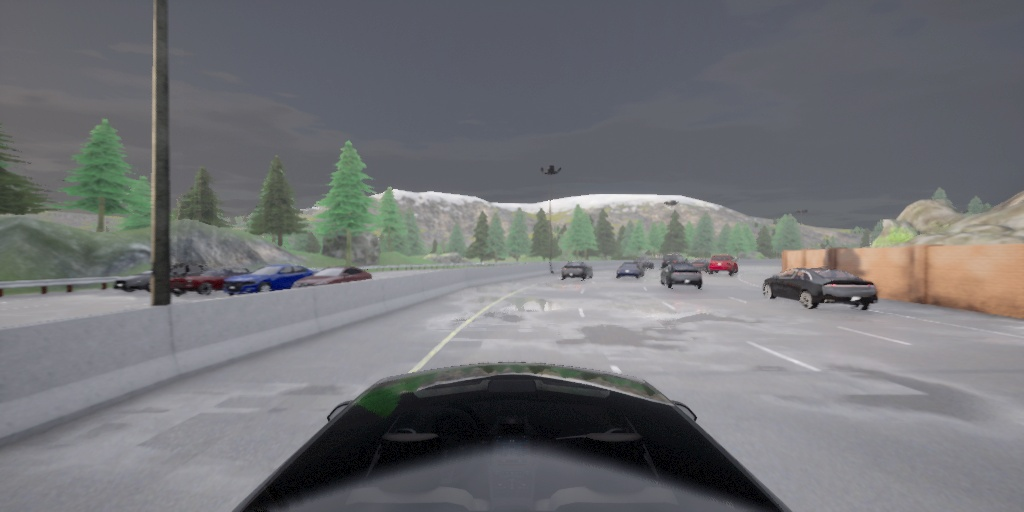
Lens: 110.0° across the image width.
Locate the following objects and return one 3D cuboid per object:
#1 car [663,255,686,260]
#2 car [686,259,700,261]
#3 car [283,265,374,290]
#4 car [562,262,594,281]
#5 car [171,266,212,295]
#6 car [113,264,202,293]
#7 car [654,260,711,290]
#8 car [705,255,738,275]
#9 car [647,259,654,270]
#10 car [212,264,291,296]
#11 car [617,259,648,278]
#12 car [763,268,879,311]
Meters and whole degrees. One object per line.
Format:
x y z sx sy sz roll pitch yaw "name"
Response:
22.381 0.911 48.914 2.150 2.045 5.566 0 0 45 "car"
24.235 1.188 45.266 2.128 1.511 4.902 0 0 44 "car"
-8.994 1.250 18.502 1.812 1.442 4.674 0 0 11 "car"
5.418 1.200 29.327 2.128 1.511 4.902 0 0 23 "car"
-15.904 1.310 19.613 1.895 1.301 4.718 0 0 11 "car"
-19.309 1.226 20.450 1.837 1.490 4.892 0 0 11 "car"
10.499 1.215 22.463 2.128 1.511 4.902 0 0 16 "car"
22.820 0.929 38.602 2.150 2.045 5.566 -1 0 39 "car"
17.975 1.178 49.151 2.128 1.511 4.902 0 0 41 "car"
-12.457 1.195 19.007 1.882 1.535 5.008 0 0 11 "car"
10.896 1.271 32.796 1.994 1.385 4.181 0 0 27 "car"
12.064 1.230 14.458 2.128 1.511 4.902 0 0 12 "car"
